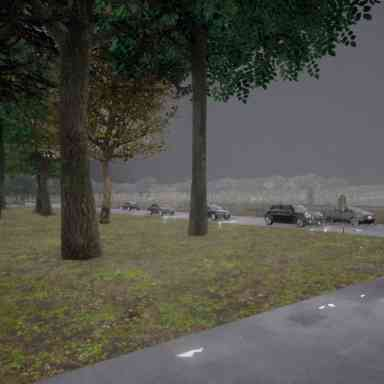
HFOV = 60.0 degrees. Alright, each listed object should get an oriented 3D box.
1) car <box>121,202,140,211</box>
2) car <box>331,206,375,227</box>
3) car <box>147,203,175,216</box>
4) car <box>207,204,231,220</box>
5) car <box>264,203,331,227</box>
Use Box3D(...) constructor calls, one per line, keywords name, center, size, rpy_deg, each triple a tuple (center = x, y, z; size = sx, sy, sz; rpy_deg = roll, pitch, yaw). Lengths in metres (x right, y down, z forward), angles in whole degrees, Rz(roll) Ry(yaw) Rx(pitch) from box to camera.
Box3D(name="car", center=(-10.642, 2.434, 57.152), size=(1.837, 1.490, 4.892), rpy_deg=(-1, 0, -35))
Box3D(name="car", center=(11.588, 1.804, 25.475), size=(1.994, 1.385, 4.181), rpy_deg=(-1, 0, -35))
Box3D(name="car", center=(-3.994, 2.213, 42.564), size=(1.837, 1.490, 4.892), rpy_deg=(-1, 0, -35))
Box3D(name="car", center=(1.953, 2.028, 34.069), size=(1.837, 1.490, 4.892), rpy_deg=(-1, 0, -35))
Box3D(name="car", center=(7.820, 1.687, 25.698), size=(2.097, 1.767, 4.553), rpy_deg=(-1, 0, -35))
